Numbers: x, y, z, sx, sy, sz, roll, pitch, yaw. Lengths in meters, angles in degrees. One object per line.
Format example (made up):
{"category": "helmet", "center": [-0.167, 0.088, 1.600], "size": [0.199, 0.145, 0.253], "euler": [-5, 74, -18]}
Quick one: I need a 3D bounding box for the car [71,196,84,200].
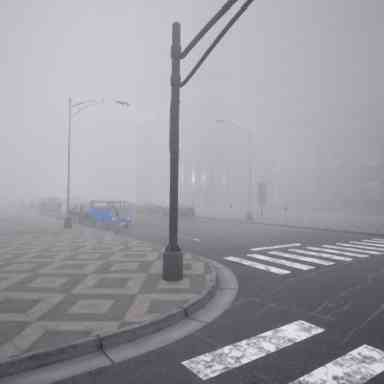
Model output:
{"category": "car", "center": [-17.401, 1.816, 53.228], "size": [1.887, 1.381, 4.507], "euler": [1, -1, -35]}

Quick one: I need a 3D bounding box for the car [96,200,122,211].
{"category": "car", "center": [-11.121, 1.754, 44.342], "size": [1.752, 1.417, 4.829], "euler": [1, -1, -35]}

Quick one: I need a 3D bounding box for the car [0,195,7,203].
{"category": "car", "center": [-43.508, 1.565, 75.393], "size": [2.192, 1.841, 5.009], "euler": [1, -1, -35]}

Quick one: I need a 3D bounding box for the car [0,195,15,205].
{"category": "car", "center": [-37.038, 1.731, 66.226], "size": [1.752, 1.417, 4.829], "euler": [1, -1, -35]}

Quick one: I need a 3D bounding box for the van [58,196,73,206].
{"category": "van", "center": [-23.777, 1.655, 62.254], "size": [1.690, 1.788, 3.998], "euler": [1, -1, -35]}

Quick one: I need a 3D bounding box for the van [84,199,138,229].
{"category": "van", "center": [-5.264, 1.335, 21.236], "size": [1.690, 1.788, 3.998], "euler": [1, -1, -35]}

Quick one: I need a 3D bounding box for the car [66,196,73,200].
{"category": "car", "center": [-20.588, 1.607, 57.743], "size": [2.192, 1.841, 5.009], "euler": [1, -1, -35]}

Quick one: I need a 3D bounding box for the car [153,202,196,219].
{"category": "car", "center": [-1.456, 1.710, 30.667], "size": [1.887, 1.381, 4.507], "euler": [1, -1, -35]}

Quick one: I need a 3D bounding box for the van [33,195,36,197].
{"category": "van", "center": [-36.533, 1.741, 80.303], "size": [1.690, 1.788, 3.998], "euler": [1, -1, -35]}

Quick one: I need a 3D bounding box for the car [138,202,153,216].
{"category": "car", "center": [-4.645, 1.731, 35.179], "size": [1.887, 1.381, 4.507], "euler": [1, -1, -35]}

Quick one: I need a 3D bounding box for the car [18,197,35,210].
{"category": "car", "center": [-21.202, 1.681, 43.799], "size": [1.802, 1.307, 4.206], "euler": [1, -1, -35]}

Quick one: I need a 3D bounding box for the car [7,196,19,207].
{"category": "car", "center": [-27.576, 1.692, 52.825], "size": [2.008, 1.369, 4.403], "euler": [1, -1, -35]}

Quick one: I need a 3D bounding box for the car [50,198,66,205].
{"category": "car", "center": [-26.969, 1.886, 66.765], "size": [2.008, 1.369, 4.403], "euler": [1, -1, -35]}

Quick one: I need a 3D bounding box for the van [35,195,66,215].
{"category": "van", "center": [-14.826, 1.397, 34.775], "size": [1.690, 1.788, 3.998], "euler": [1, -1, -35]}

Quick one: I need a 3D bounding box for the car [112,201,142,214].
{"category": "car", "center": [-7.834, 1.752, 39.691], "size": [1.887, 1.381, 4.507], "euler": [1, -1, -35]}

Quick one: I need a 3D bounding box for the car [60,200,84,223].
{"category": "car", "center": [-8.454, 1.559, 25.747], "size": [1.887, 1.381, 4.507], "euler": [1, -1, -35]}

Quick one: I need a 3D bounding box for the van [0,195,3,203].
{"category": "van", "center": [-46.696, 1.613, 79.905], "size": [1.690, 1.788, 3.998], "euler": [1, -1, -35]}

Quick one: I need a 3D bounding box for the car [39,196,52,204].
{"category": "car", "center": [-33.346, 1.818, 75.791], "size": [1.967, 1.590, 4.097], "euler": [1, -1, -35]}

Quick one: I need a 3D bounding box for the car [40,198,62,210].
{"category": "car", "center": [-19.712, 1.658, 46.500], "size": [1.837, 1.490, 4.892], "euler": [1, -1, -35]}
